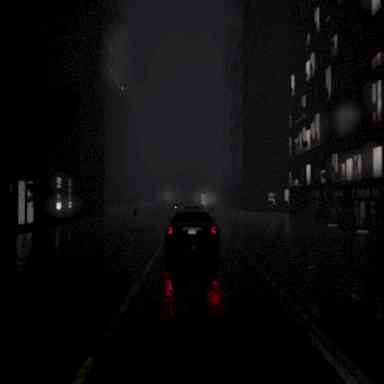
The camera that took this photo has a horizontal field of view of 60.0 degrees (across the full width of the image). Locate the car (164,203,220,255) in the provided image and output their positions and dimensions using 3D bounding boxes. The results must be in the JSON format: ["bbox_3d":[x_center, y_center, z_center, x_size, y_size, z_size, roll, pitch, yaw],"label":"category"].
[{"bbox_3d":[0.006,1.495,14.087,2.097,1.767,4.553,0,-1,0],"label":"car"}]

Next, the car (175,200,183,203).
[{"bbox_3d":[-2.735,2.414,71.776,1.895,1.301,4.718,0,-1,0],"label":"car"}]
